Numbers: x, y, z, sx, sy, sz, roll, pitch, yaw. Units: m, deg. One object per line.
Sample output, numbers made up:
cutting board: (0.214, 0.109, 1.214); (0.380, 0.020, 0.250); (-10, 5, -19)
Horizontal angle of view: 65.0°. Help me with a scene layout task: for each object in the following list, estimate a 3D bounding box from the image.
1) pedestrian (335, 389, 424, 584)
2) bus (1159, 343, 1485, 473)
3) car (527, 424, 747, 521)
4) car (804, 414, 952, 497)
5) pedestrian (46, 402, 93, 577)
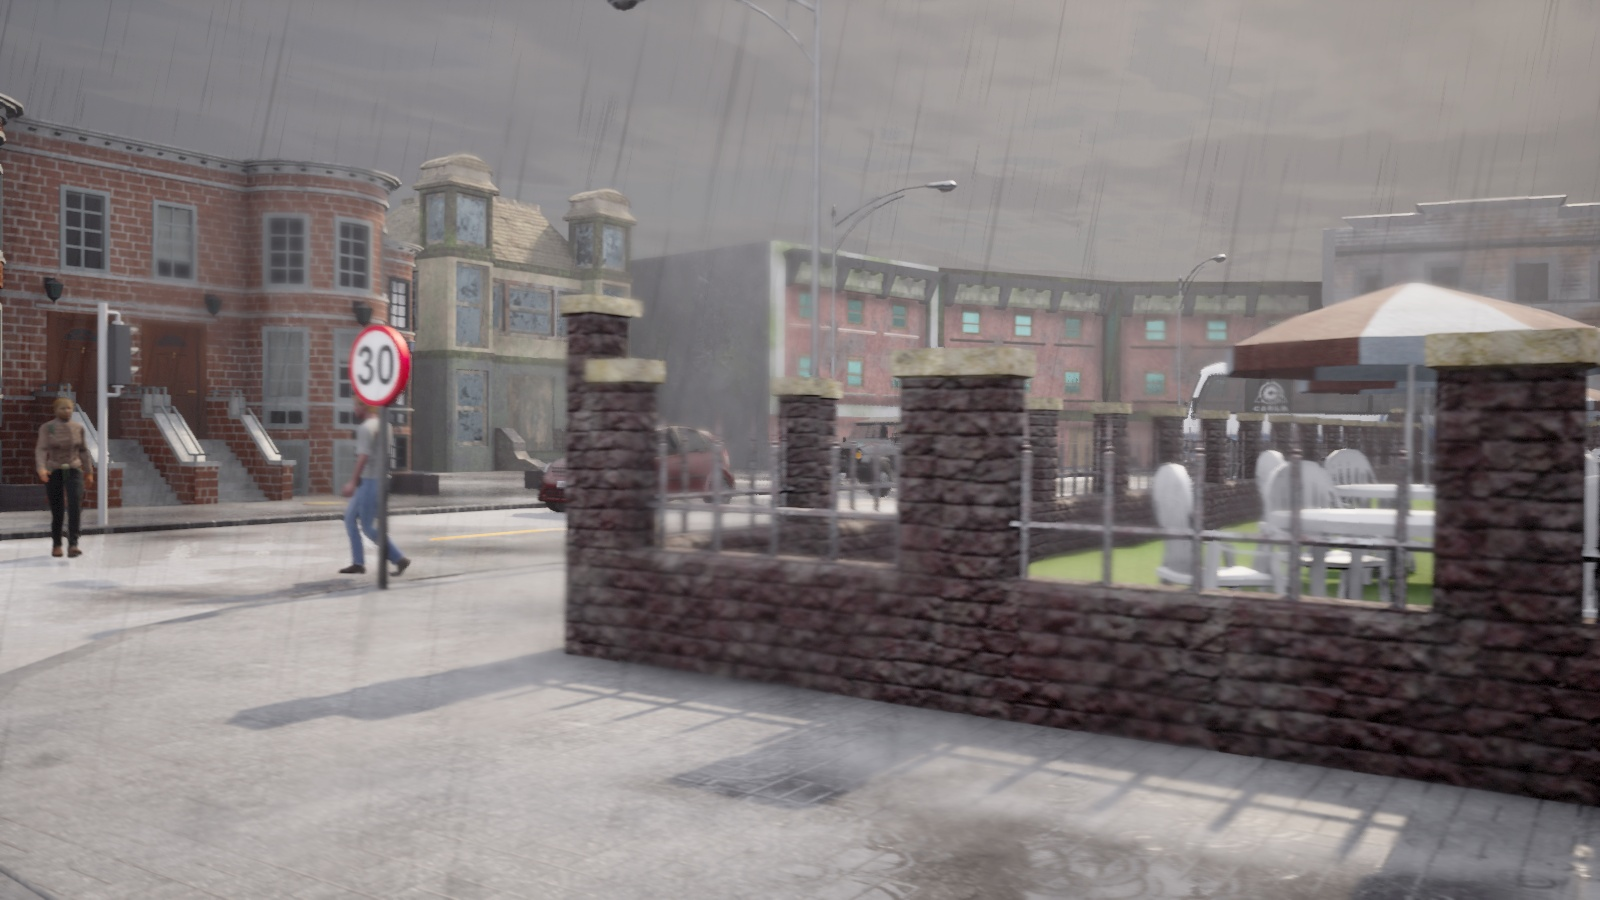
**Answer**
pedestrian: (-4.019, 0.340, 12.010); (0.706, 1.836, 0.354); (-1, 1, 1)
bus: (18.275, -1.429, 44.713); (10.273, 4.253, 3.944); (0, 1, 21)
car: (-2.909, 0.340, 23.196); (1.851, 1.617, 3.988); (0, 1, 34)
car: (1.953, 0.094, 30.535); (1.905, 1.878, 3.866); (0, 1, 33)
pedestrian: (-7.914, 0.412, 13.605); (0.331, 1.846, 0.634); (-1, 1, -38)
